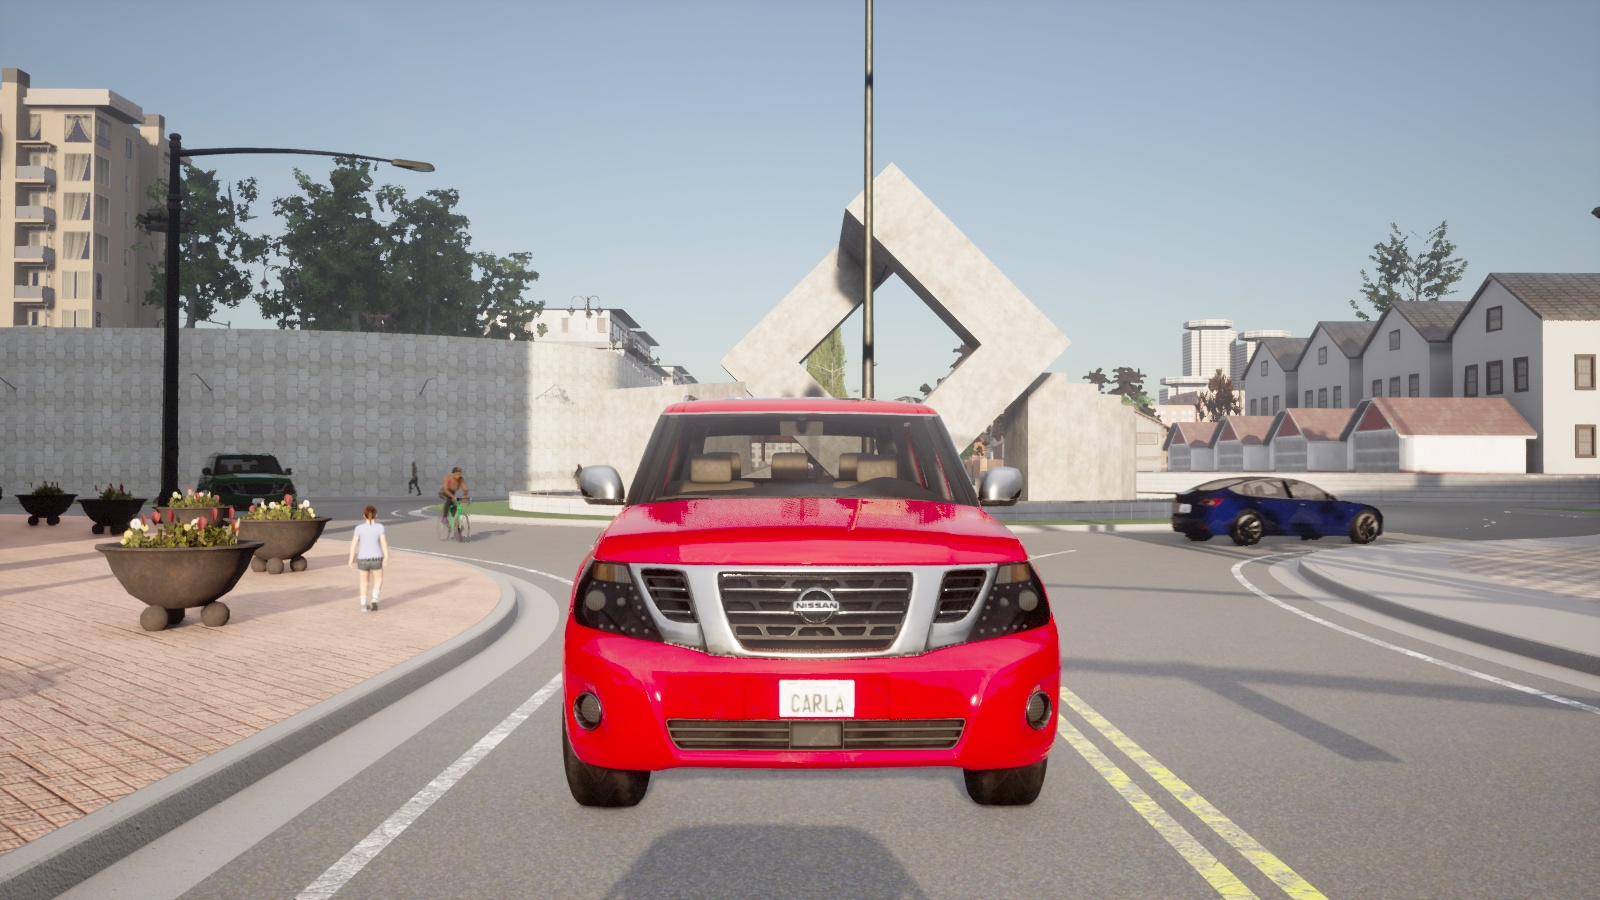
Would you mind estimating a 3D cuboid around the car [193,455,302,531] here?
[{"bbox_3d":[-16.300,1.217,36.883,2.150,2.045,5.566,0,-1,-32],"label":"car"}]

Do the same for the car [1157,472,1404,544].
[{"bbox_3d":[10.659,1.240,27.950,4.792,1.488,2.163,0,-1,-17],"label":"car"}]

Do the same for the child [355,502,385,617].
[{"bbox_3d":[-4.263,1.077,12.470,0.255,1.110,0.394,0,-1,-15],"label":"child"}]

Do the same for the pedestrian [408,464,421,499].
[{"bbox_3d":[-20.265,1.657,66.026,0.634,1.846,0.331,0,-1,-24],"label":"pedestrian"}]

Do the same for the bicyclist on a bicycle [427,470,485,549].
[{"bbox_3d":[-7.345,1.245,26.765,0.582,1.620,1.656,1,-1,-39],"label":"bicyclist on a bicycle"}]

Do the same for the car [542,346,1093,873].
[{"bbox_3d":[-0.008,0.663,7.703,2.150,2.045,5.566,0,-1,-2],"label":"car"}]
